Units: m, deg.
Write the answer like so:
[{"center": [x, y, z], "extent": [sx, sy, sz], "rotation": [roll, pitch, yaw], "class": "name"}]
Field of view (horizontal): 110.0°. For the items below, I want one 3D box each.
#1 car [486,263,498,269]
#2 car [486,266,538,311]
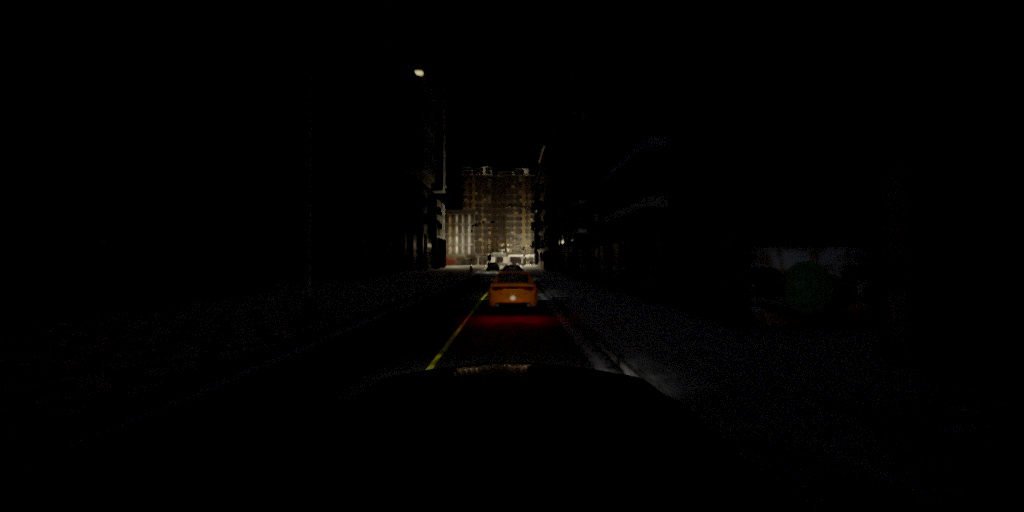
[{"center": [-3.133, 1.819, 58.564], "extent": [1.812, 1.442, 4.674], "rotation": [0, 0, 0], "class": "car"}, {"center": [0.052, 1.367, 15.359], "extent": [1.882, 1.535, 5.008], "rotation": [0, 0, 0], "class": "car"}]
